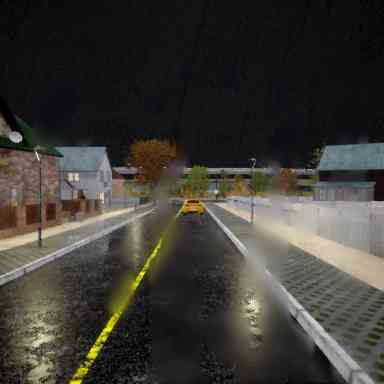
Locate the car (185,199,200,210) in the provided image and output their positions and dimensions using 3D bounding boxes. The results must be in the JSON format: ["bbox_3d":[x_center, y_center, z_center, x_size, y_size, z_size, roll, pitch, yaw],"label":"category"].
[{"bbox_3d":[0.123,1.602,44.540,1.895,1.301,4.718,0,0,0],"label":"car"}]

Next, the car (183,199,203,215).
[{"bbox_3d":[0.118,1.471,34.007,1.882,1.535,5.008,0,0,0],"label":"car"}]
